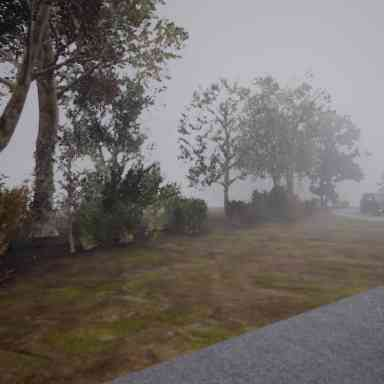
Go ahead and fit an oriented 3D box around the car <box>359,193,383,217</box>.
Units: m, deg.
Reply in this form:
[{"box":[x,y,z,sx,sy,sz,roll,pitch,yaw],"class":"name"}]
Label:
[{"box":[16.857,1.084,29.845,2.150,2.045,5.566,-1,0,9],"class":"car"}]
